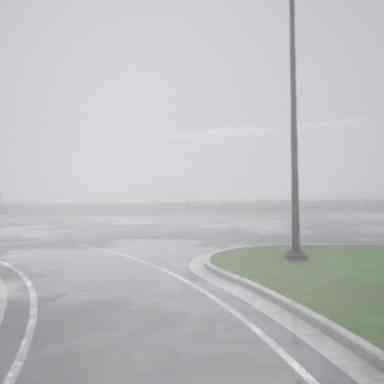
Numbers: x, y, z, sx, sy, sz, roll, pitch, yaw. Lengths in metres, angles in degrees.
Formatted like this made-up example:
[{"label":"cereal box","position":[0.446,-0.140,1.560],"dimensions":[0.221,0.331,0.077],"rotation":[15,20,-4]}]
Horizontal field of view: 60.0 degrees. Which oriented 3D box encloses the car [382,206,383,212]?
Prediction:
[{"label":"car","position":[19.186,1.247,28.795],"dimensions":[4.892,1.490,1.837],"rotation":[-1,0,5]}]
